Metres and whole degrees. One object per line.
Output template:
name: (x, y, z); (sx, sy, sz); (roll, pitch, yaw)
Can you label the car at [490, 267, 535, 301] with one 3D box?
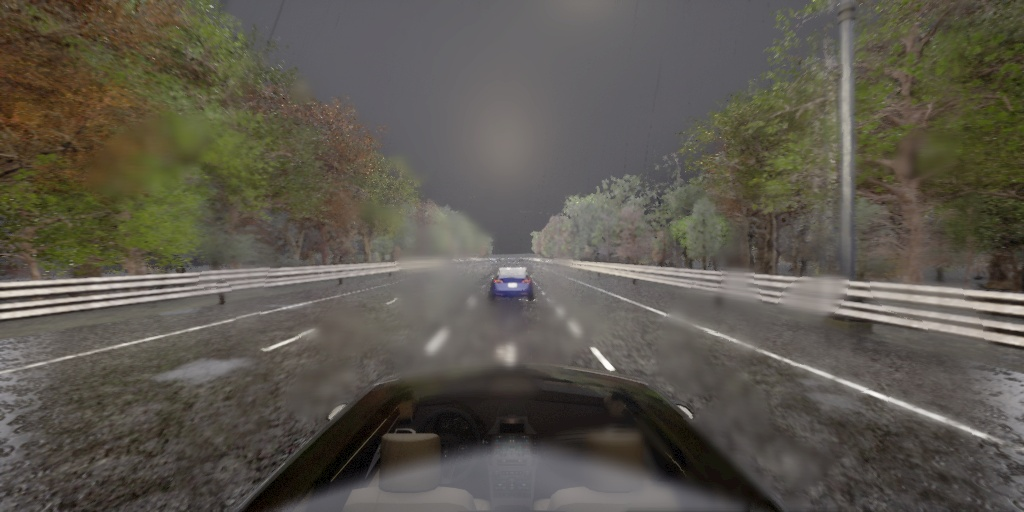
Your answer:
car: (0.018, 1.282, 17.456); (2.163, 1.488, 4.792); (0, 0, 0)
